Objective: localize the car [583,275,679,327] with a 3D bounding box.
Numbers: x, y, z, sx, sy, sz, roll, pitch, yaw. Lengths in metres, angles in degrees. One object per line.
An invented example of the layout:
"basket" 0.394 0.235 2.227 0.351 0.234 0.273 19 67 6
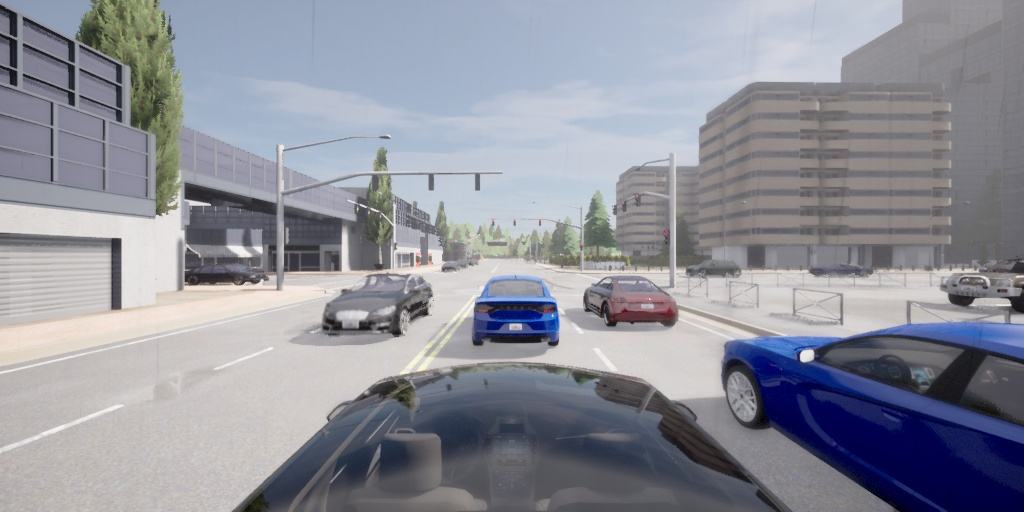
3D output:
"car" 3.603 1.312 11.578 1.994 1.385 4.181 0 0 0

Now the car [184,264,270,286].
"car" -19.937 1.294 24.758 5.357 1.411 2.033 0 0 -1

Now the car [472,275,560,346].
"car" 0.095 1.226 9.446 1.882 1.535 5.008 0 0 0

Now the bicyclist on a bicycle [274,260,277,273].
"bicyclist on a bicycle" -25.837 1.047 39.663 0.582 1.620 1.656 0 0 -1

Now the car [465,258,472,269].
"car" -7.979 1.245 56.728 1.837 1.490 4.892 0 0 -1

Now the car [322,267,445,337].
"car" -3.553 1.240 10.349 2.128 1.511 4.902 0 0 0

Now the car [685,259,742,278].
"car" 18.689 1.097 33.411 4.553 1.767 2.097 0 0 -1

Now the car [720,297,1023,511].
"car" 3.603 1.227 2.594 1.882 1.535 5.008 0 0 0

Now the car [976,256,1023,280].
"car" 47.759 1.095 33.934 4.553 1.767 2.097 0 0 -1

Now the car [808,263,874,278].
"car" 30.797 1.345 33.658 4.718 1.301 1.895 0 0 -1

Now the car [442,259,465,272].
"car" -7.838 1.290 46.882 2.033 1.411 5.357 0 0 0
